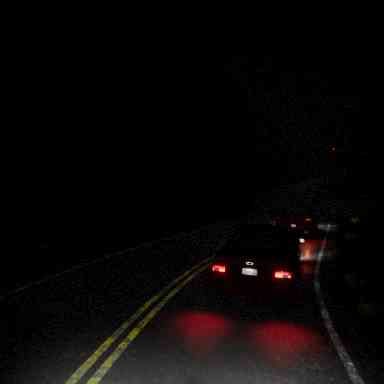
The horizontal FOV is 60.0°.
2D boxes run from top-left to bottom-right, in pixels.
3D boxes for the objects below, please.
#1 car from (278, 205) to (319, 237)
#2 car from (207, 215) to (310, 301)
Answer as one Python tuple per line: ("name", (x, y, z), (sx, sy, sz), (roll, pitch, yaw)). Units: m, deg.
("car", (5.932, 1.487, 18.483), (1.882, 1.535, 5.008), (2, 1, 23))
("car", (1.860, 1.549, 8.631), (2.033, 1.411, 5.357), (2, 0, 18))
